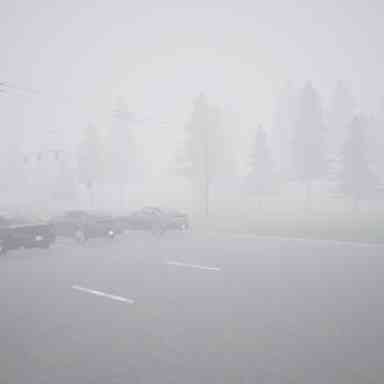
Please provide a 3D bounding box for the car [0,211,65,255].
[{"bbox_3d":[-7.697,1.574,13.782,5.008,1.535,1.882,0,0,36],"label":"car"}]

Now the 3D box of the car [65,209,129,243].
[{"bbox_3d":[-5.674,1.603,16.638,4.892,1.490,1.837,0,0,36],"label":"car"}]

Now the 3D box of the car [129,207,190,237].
[{"bbox_3d":[-2.418,1.578,18.613,4.902,1.511,2.128,0,0,36],"label":"car"}]
